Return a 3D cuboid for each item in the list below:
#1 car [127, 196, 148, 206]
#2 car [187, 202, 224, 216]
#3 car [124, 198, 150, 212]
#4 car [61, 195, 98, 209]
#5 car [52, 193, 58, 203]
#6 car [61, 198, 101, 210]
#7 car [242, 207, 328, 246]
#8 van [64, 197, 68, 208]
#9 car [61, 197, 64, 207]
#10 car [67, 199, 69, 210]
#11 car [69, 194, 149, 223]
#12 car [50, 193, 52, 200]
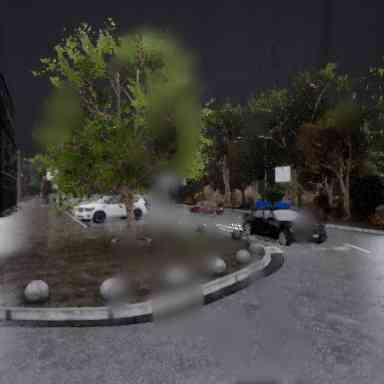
[{"bbox_3d":[-9.112,1.509,55.007,2.128,1.511,4.902,0,0,-25],"label":"car"},{"bbox_3d":[1.184,1.606,32.742,1.895,1.301,4.718,0,0,-25],"label":"car"},{"bbox_3d":[-6.552,1.512,39.424,1.837,1.490,4.892,0,0,-25],"label":"car"},{"bbox_3d":[-16.135,1.371,47.714,4.553,1.767,2.185,-1,1,-45],"label":"car"},{"bbox_3d":[-19.892,1.256,55.910,5.566,2.045,2.435,-1,0,-45],"label":"car"},{"bbox_3d":[-14.912,1.535,44.965,4.674,1.452,2.002,-1,0,-45],"label":"car"},{"bbox_3d":[4.118,1.478,15.561,1.882,1.535,5.008,0,0,-19],"label":"car"},{"bbox_3d":[-11.235,1.267,36.688,4.442,1.987,1.878,-1,1,-45],"label":"van"},{"bbox_3d":[-12.398,1.492,39.504,5.008,1.535,2.097,-1,1,-45],"label":"car"},{"bbox_3d":[-8.506,1.484,31.450,5.366,1.575,1.946,-1,0,-45],"label":"car"},{"bbox_3d":[-6.129,1.237,25.836,5.566,2.045,2.435,-1,1,-45],"label":"car"},{"bbox_3d":[-23.650,1.275,64.106,5.566,2.045,2.435,-1,0,-45],"label":"car"}]
